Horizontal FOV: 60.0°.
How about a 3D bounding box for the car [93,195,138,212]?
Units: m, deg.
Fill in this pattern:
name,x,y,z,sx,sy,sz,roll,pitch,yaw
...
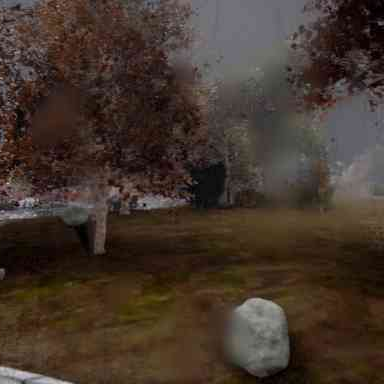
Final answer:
name,x,y,z,sx,sy,sz,roll,pitch,yaw
car,-7.297,1.053,32.179,1.837,1.490,4.892,1,2,34
